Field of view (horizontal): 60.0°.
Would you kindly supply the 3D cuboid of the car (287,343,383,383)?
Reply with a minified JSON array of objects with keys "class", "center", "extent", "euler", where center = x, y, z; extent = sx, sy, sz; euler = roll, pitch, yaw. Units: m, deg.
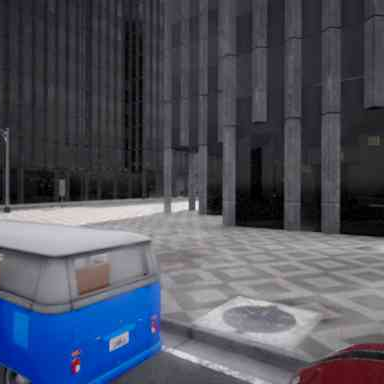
[{"class":"car","center":[2.226,1.441,1.378],"extent":[4.097,1.590,1.967],"euler":[0,0,36]}]

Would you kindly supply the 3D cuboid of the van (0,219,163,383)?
[{"class":"van","center":[-2.271,1.338,4.587],"extent":[3.998,1.788,1.690],"euler":[0,0,36]}]
